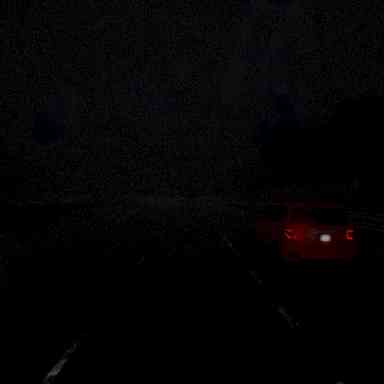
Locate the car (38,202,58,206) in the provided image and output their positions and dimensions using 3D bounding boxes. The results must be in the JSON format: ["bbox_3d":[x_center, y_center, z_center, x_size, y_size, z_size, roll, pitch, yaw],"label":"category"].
[{"bbox_3d":[-17.537,1.962,40.570,2.033,1.411,5.357,0,-1,0],"label":"car"}]

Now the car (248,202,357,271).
[{"bbox_3d":[3.489,1.344,11.519,2.150,2.045,5.566,0,-1,-1],"label":"car"}]

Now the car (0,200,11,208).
[{"bbox_3d":[-24.533,1.771,41.114,2.097,1.767,4.553,0,-1,1],"label":"car"}]
